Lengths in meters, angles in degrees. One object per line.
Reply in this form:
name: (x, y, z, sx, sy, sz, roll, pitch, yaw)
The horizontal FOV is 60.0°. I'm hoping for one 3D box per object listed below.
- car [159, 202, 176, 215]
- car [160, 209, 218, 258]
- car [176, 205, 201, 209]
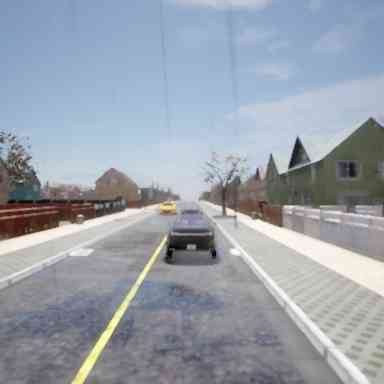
car: (-2.825, 1.955, 39.835, 1.882, 1.535, 5.008, 0, -1, 0)
car: (0.005, 1.650, 13.518, 2.128, 1.511, 4.902, 0, -1, 0)
car: (-0.013, 1.828, 28.528, 2.128, 1.511, 4.902, 0, -1, 0)
